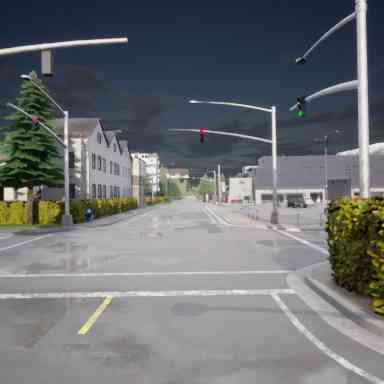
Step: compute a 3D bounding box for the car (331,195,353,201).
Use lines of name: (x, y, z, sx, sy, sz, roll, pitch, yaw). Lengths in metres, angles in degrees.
car: (25.504, 1.398, 56.519, 2.152, 1.636, 5.027, -1, -1, 0)

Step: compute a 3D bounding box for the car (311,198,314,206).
car: (19.090, 1.573, 56.182, 1.970, 1.475, 3.806, -1, -1, 0)

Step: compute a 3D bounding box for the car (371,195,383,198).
car: (19.127, 1.183, 31.256, 1.905, 1.878, 3.866, -1, -1, 0)

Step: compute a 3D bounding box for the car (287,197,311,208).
car: (15.442, 1.629, 49.125, 2.007, 1.523, 4.514, -1, -1, 0)
